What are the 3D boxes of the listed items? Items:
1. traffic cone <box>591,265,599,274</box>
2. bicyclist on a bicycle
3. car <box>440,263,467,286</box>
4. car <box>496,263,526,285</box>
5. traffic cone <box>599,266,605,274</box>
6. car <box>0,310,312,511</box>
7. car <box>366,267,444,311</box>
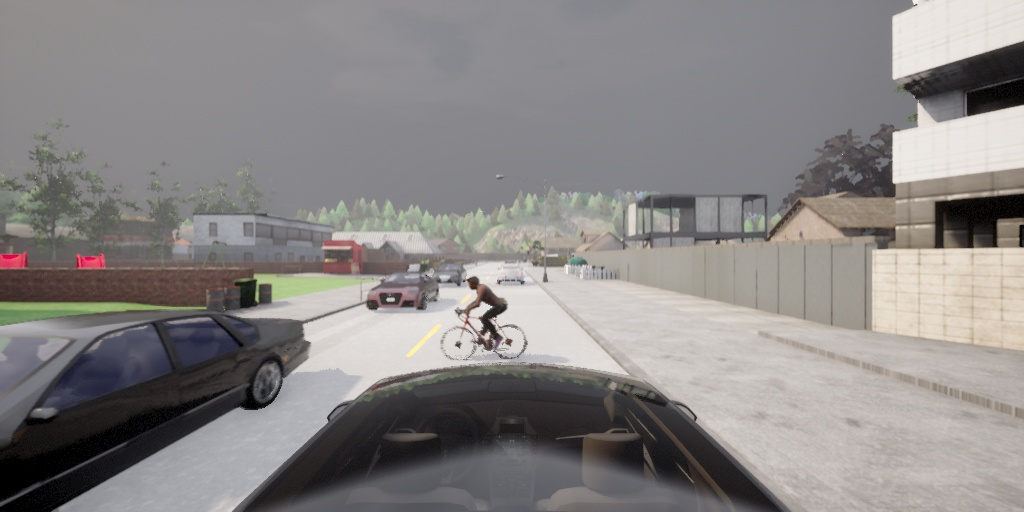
[{"bbox_3d":[10.040,1.624,43.380,0.344,0.586,0.344,0,0,0],"label":"traffic cone"},{"bbox_3d":[-0.553,1.201,6.835,1.656,1.620,0.582,-2,0,0],"label":"bicyclist on a bicycle"},{"bbox_3d":[-4.278,1.265,25.147,2.128,1.511,4.902,0,0,0],"label":"car"},{"bbox_3d":[-0.101,1.300,26.479,1.812,1.442,4.674,0,0,-1],"label":"car"},{"bbox_3d":[11.030,1.600,44.429,0.344,0.586,0.344,0,0,0],"label":"traffic cone"},{"bbox_3d":[-4.115,1.299,3.422,2.033,1.411,5.357,0,0,-1],"label":"car"},{"bbox_3d":[-4.203,1.326,14.366,1.994,1.385,4.181,0,0,0],"label":"car"}]
